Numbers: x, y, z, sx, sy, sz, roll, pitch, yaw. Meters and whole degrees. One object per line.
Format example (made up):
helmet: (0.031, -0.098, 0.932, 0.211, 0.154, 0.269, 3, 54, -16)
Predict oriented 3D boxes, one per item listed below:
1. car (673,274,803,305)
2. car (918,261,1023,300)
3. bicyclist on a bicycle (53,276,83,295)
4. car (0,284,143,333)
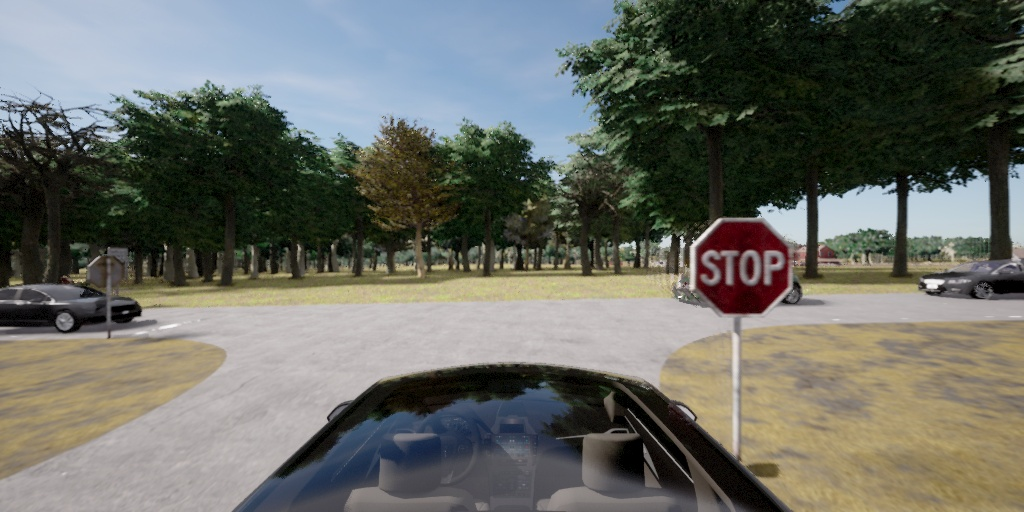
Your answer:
car: (9.063, 1.032, 14.685, 4.553, 1.767, 2.097, -1, 0, -3)
car: (19.919, 0.956, 14.890, 4.902, 1.511, 2.128, -1, 0, 0)
bicyclist on a bicycle: (-22.531, 1.856, 18.190, 0.582, 1.620, 1.656, -1, -1, 0)
car: (-15.528, 1.719, 12.171, 4.892, 1.490, 1.837, -1, 0, 0)
